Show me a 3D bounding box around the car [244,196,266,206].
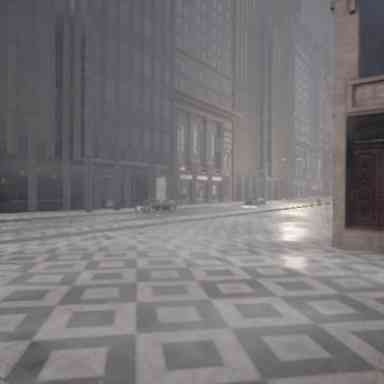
[{"bbox_3d":[9.388,1.330,49.692,1.994,1.385,4.181,1,1,36],"label":"car"}]

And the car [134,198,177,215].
[{"bbox_3d":[-3.413,1.296,31.931,2.128,1.511,4.902,1,0,36],"label":"car"}]
